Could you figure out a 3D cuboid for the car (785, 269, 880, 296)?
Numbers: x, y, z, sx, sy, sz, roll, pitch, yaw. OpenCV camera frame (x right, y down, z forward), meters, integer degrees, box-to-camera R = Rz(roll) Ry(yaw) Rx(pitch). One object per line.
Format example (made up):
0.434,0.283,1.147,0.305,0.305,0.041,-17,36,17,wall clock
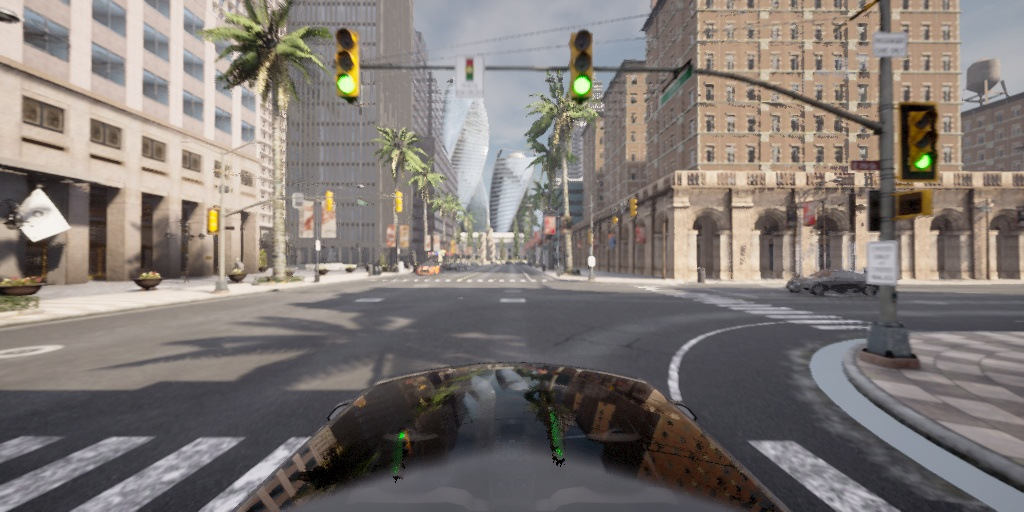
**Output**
18.377,1.497,20.566,4.674,1.442,1.812,0,-1,0,car

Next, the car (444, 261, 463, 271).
-10.348,1.898,63.274,1.837,1.490,4.892,0,-1,0,car

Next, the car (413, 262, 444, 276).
-10.391,1.548,44.883,2.097,1.767,4.553,0,-1,0,car
